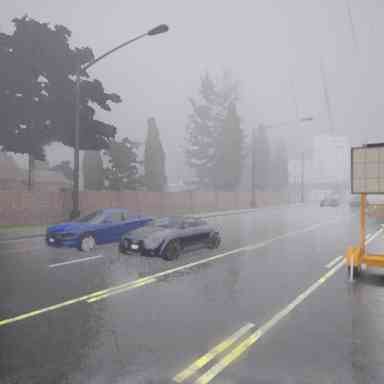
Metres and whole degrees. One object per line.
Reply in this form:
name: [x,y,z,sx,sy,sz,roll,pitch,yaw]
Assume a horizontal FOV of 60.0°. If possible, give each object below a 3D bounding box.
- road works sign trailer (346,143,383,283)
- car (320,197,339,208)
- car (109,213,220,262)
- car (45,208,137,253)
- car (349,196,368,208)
road works sign trailer: [5.594,0.465,8.867,2.380,3.560,2.880,0,0,35]
car: [19.574,1.490,47.276,2.128,1.511,4.902,0,0,33]
car: [-0.685,1.567,12.286,1.994,1.385,4.181,0,0,35]
car: [-3.667,1.482,14.130,1.882,1.535,5.008,0,0,35]
car: [23.694,1.348,47.211,2.097,1.767,4.553,0,0,33]
